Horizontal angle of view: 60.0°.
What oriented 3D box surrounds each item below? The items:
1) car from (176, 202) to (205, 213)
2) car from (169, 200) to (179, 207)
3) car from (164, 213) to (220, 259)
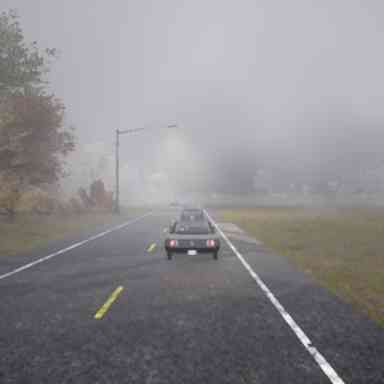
[{"bbox_3d":[0.046,1.790,28.497,2.128,1.511,4.902,0,0,1],"label":"car"},{"bbox_3d":[-3.462,2.245,65.702,1.994,1.385,4.181,0,-1,0],"label":"car"},{"bbox_3d":[0.030,1.740,13.239,1.895,1.301,4.718,0,-1,1],"label":"car"}]
